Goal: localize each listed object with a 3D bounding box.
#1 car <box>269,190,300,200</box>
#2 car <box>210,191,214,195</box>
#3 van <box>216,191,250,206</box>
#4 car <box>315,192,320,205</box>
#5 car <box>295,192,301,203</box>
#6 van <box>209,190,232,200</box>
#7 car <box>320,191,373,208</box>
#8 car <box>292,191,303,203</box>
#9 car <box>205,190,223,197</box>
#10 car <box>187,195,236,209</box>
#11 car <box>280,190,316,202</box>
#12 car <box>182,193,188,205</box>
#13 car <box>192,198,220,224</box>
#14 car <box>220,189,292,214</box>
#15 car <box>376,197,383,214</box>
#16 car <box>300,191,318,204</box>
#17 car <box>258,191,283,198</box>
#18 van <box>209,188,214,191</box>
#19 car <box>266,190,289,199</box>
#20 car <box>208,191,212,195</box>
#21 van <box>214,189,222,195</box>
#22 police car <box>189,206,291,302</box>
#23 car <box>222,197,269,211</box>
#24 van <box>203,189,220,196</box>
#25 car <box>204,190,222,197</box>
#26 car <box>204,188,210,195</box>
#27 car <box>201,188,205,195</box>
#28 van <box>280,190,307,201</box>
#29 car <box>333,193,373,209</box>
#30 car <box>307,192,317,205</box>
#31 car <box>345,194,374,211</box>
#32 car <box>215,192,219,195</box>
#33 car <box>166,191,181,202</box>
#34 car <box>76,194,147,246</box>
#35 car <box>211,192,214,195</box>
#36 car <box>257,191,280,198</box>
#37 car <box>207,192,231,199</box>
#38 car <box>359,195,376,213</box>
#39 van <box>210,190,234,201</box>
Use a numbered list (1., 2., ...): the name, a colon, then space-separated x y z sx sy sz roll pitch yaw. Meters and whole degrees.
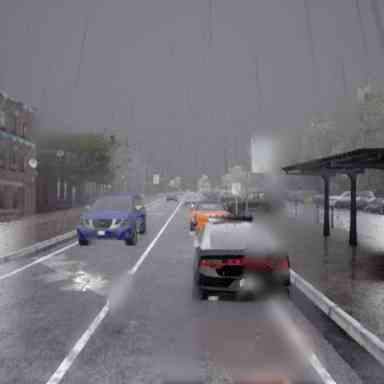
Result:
1. car: 18.661 0.531 67.047 5.566 2.045 2.435 0 1 0
2. car: 5.598 1.063 52.483 4.674 1.452 2.002 0 1 0
3. van: 5.737 0.868 46.870 4.442 1.987 1.878 0 1 0
4. car: 18.710 1.148 42.065 4.892 1.521 2.231 0 1 0
5. car: 18.658 1.084 50.392 4.792 1.488 2.163 0 1 0
6. van: 5.671 0.565 66.496 4.442 1.987 1.878 0 1 0
7. car: 18.696 0.923 39.288 5.566 2.045 2.435 0 1 0
8. car: 18.707 1.043 53.175 4.792 1.488 2.163 0 1 0
9. car: 5.467 0.370 83.314 4.553 1.767 2.185 0 1 0
10. car: 0.938 1.242 18.297 2.097 1.767 4.553 0 1 0
11. car: 18.689 0.677 58.722 5.566 2.045 2.435 0 1 0
12. car: -0.057 1.182 46.852 1.895 1.301 4.718 0 1 1
13. car: 0.927 1.286 24.526 1.801 1.575 5.366 0 1 0
14. car: 5.648 1.011 30.048 5.566 2.045 2.435 0 1 0
15. car: 18.791 1.311 28.189 4.792 1.488 2.163 0 1 0
16. car: 18.882 1.083 47.621 5.366 1.575 1.946 0 1 0
17. car: 18.410 0.585 78.152 5.366 1.575 1.946 0 1 0
18. van: 5.699 0.712 58.089 4.442 1.987 1.878 0 1 0
19. car: 18.644 0.559 72.601 4.553 1.767 2.185 0 1 0
20. car: 5.598 0.981 55.285 4.892 1.521 2.231 0 1 0
21. van: 5.513 0.900 44.067 4.442 1.987 1.878 0 1 0
22. police car: 0.959 1.395 8.428 1.930 1.638 5.238 0 0 0
23. car: 5.660 1.248 35.657 4.674 1.452 2.002 0 1 0
24. van: 5.353 0.123 91.721 4.442 1.987 1.878 0 1 0
25. car: 5.457 0.321 86.117 4.553 1.767 2.185 0 1 0
26. car: 5.545 0.638 60.888 5.566 2.045 2.435 0 1 0
27. car: 5.488 0.343 77.706 5.566 2.045 2.435 0 1 0
28. van: 18.767 0.654 61.498 4.442 1.987 1.878 0 1 0
29. car: 18.739 1.200 36.515 5.008 1.535 2.097 0 1 0
30. car: 18.701 1.118 44.843 5.008 1.535 2.097 0 1 0
31. car: 18.749 1.227 33.739 5.008 1.535 2.097 0 1 0
32. car: 5.633 1.154 41.263 5.008 1.535 2.097 0 1 0
33. car: -3.438 0.989 57.137 2.033 1.411 5.357 0 1 0
34. car: -3.380 1.141 15.128 2.150 2.045 5.566 0 1 0
35. car: 5.640 1.091 49.675 4.792 1.488 2.163 0 1 0
36. car: 18.591 0.540 80.929 4.892 1.521 2.231 0 1 0
37. car: 5.538 0.743 69.303 4.892 1.521 2.231 0 1 0
38. car: 18.759 1.255 30.964 4.892 1.521 2.231 0 1 0
39. van: 5.680 0.614 63.693 4.442 1.987 1.878 0 1 0
